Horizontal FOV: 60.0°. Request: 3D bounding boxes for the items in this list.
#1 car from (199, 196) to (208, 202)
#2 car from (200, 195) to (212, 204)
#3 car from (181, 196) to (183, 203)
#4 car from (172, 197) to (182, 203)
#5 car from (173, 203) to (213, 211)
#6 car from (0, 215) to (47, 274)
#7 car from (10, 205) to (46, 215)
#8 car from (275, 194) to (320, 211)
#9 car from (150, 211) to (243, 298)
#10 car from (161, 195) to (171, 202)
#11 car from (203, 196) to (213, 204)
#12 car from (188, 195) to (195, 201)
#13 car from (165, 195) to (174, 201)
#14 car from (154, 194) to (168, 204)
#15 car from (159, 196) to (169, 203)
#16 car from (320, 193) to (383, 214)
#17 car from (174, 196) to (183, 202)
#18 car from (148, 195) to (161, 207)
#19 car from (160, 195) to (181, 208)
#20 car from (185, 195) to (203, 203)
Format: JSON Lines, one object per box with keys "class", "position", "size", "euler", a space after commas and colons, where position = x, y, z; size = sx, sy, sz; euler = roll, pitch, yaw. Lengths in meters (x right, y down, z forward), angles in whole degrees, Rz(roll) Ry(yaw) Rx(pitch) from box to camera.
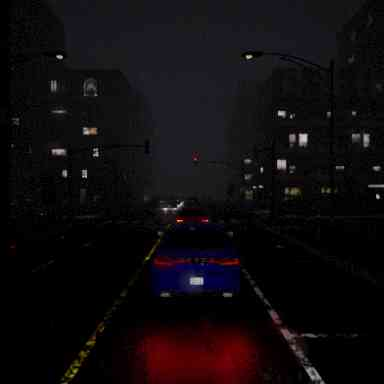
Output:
{"class": "car", "position": [2.610, 1.599, 74.524], "size": [1.802, 1.307, 4.206], "euler": [0, 0, 0]}
{"class": "car", "position": [2.622, 1.450, 63.159], "size": [1.967, 1.590, 4.097], "euler": [0, 0, 0]}
{"class": "car", "position": [-3.142, 1.360, 58.636], "size": [2.097, 1.767, 4.553], "euler": [0, 0, 0]}
{"class": "car", "position": [-3.084, 1.614, 68.144], "size": [1.895, 1.301, 4.718], "euler": [0, 0, 0]}
{"class": "car", "position": [0.079, 1.523, 17.895], "size": [1.812, 1.442, 4.674], "euler": [0, 0, 1]}
{"class": "car", "position": [-5.750, 1.580, 9.759], "size": [1.802, 1.307, 4.206], "euler": [0, 0, 0]}
{"class": "car", "position": [-16.709, 1.882, 32.043], "size": [4.718, 1.301, 1.895], "euler": [-1, 0, -1]}
{"class": "car", "position": [11.142, 1.266, 35.517], "size": [4.892, 1.490, 1.837], "euler": [-1, 0, -1]}
{"class": "car", "position": [0.094, 1.476, 8.554], "size": [1.882, 1.535, 5.008], "euler": [0, 0, 0]}
{"class": "car", "position": [-5.771, 1.457, 74.513], "size": [1.967, 1.590, 4.097], "euler": [0, 0, 0]}
{"class": "car", "position": [2.628, 1.448, 57.477], "size": [1.967, 1.590, 4.097], "euler": [0, 0, 0]}
{"class": "car", "position": [-0.091, 1.502, 84.809], "size": [1.882, 1.535, 5.008], "euler": [0, 0, 0]}
{"class": "car", "position": [-5.783, 1.465, 85.878], "size": [1.967, 1.590, 4.097], "euler": [0, 0, 0]}
{"class": "car", "position": [-5.759, 1.325, 63.148], "size": [2.192, 1.841, 5.009], "euler": [0, 0, 0]}
{"class": "car", "position": [-5.765, 1.538, 68.660], "size": [1.752, 1.417, 4.829], "euler": [0, 0, 0]}
{"class": "car", "position": [14.663, 1.024, 29.743], "size": [5.009, 1.841, 2.192], "euler": [-1, 1, -1]}
{"class": "car", "position": [-3.086, 1.607, 78.483], "size": [1.895, 1.301, 4.718], "euler": [0, 0, 0]}
{"class": "car", "position": [-5.746, 1.571, 51.783], "size": [1.947, 1.339, 4.313], "euler": [0, 0, 0]}
{"class": "car", "position": [-3.133, 1.552, 49.154], "size": [2.033, 1.411, 5.357], "euler": [0, 0, -1]}
{"class": "car", "position": [0.049, 1.355, 48.496], "size": [2.097, 1.767, 4.553], "euler": [0, 0, -1]}
